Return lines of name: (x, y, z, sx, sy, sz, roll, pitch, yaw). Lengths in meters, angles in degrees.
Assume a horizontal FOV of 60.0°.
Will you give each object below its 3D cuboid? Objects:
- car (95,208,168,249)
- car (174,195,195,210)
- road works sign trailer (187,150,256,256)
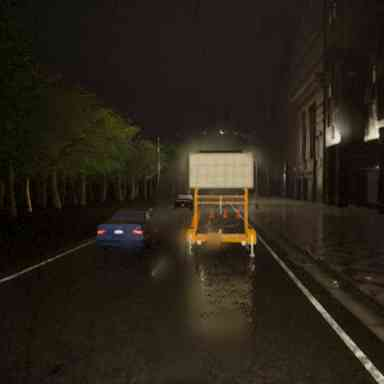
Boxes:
car: (-2.248, 1.346, 13.572, 2.033, 1.411, 5.357, 0, 1, 4)
car: (-0.709, 1.044, 34.475, 2.128, 1.511, 4.902, 0, 1, 4)
road works sign trailer: (1.066, 0.283, 12.245, 2.380, 3.560, 2.880, 0, 1, 4)
